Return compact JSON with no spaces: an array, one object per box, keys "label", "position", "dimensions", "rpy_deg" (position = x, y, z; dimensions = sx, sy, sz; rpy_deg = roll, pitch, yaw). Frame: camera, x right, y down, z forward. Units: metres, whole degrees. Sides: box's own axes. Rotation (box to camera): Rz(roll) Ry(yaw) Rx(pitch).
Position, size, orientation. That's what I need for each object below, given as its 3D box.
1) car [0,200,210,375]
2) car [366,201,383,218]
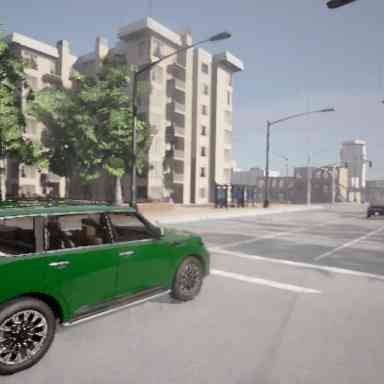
[{"label":"car","position":[-1.942,1.169,5.919],"dimensions":[2.150,2.045,5.566],"rpy_deg":[2,1,38]},{"label":"car","position":[17.176,1.599,30.099],"dimensions":[1.837,1.490,4.892],"rpy_deg":[1,0,38]}]
